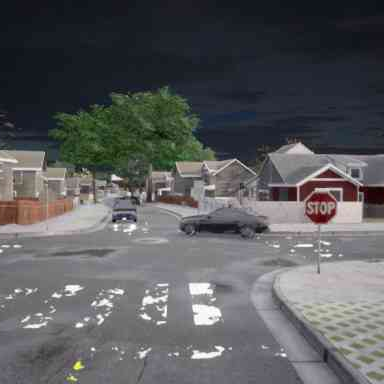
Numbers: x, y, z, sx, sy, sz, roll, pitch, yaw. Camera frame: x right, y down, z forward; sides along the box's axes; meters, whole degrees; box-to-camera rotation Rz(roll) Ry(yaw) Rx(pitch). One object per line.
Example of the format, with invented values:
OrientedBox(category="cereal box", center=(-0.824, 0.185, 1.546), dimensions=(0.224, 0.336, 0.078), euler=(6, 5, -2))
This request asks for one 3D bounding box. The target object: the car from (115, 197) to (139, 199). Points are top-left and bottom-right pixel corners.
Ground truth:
OrientedBox(category="car", center=(-7.326, 1.545, 36.431), dimensions=(2.033, 1.411, 5.357), euler=(0, 0, -13))

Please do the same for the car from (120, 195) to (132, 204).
OrientedBox(category="car", center=(-13.014, 1.451, 65.741), dimensions=(1.882, 1.535, 5.008), euler=(0, 0, -16))

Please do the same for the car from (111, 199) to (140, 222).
OrientedBox(category="car", center=(-5.299, 1.546, 26.409), dimensions=(2.033, 1.411, 5.357), euler=(0, 0, -10))

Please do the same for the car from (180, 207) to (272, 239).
OrientedBox(category="car", center=(1.683, 1.515, 17.002), dimensions=(4.674, 1.442, 1.812), euler=(0, 1, 18))
